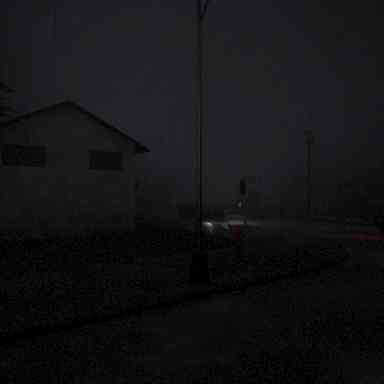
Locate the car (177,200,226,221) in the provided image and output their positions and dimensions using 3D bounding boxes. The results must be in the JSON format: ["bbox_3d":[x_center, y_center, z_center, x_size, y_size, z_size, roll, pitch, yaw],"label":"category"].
[{"bbox_3d":[0.684,1.477,27.379,1.882,1.535,5.008,0,0,-36],"label":"car"}]

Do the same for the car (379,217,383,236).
[{"bbox_3d":[10.463,1.506,13.728,1.837,1.490,4.892,0,0,-36],"label":"car"}]

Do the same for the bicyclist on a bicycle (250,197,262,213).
[{"bbox_3d":[6.488,1.348,33.700,1.656,1.620,0.582,0,0,-36],"label":"bicyclist on a bicycle"}]
